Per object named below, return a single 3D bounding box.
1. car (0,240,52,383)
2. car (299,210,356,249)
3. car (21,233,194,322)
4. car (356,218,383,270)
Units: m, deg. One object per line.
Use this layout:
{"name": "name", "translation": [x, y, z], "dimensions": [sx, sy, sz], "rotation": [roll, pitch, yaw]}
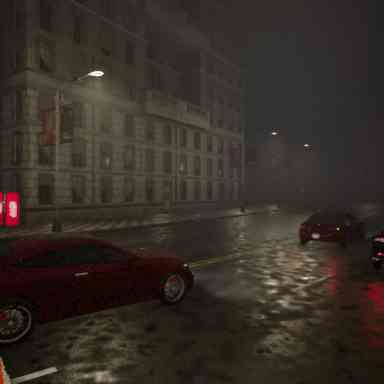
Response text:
{"name": "car", "translation": [-3.195, 1.350, 1.319], "dimensions": [4.553, 1.767, 2.097], "rotation": [0, 0, -32]}
{"name": "car", "translation": [6.232, 1.518, 14.636], "dimensions": [1.812, 1.442, 4.674], "rotation": [0, 0, 39]}
{"name": "car", "translation": [-2.121, 1.521, 6.287], "dimensions": [4.674, 1.442, 1.812], "rotation": [1, 0, -38]}
{"name": "car", "translation": [6.942, 1.489, 10.151], "dimensions": [2.128, 1.511, 4.902], "rotation": [0, 0, 42]}
